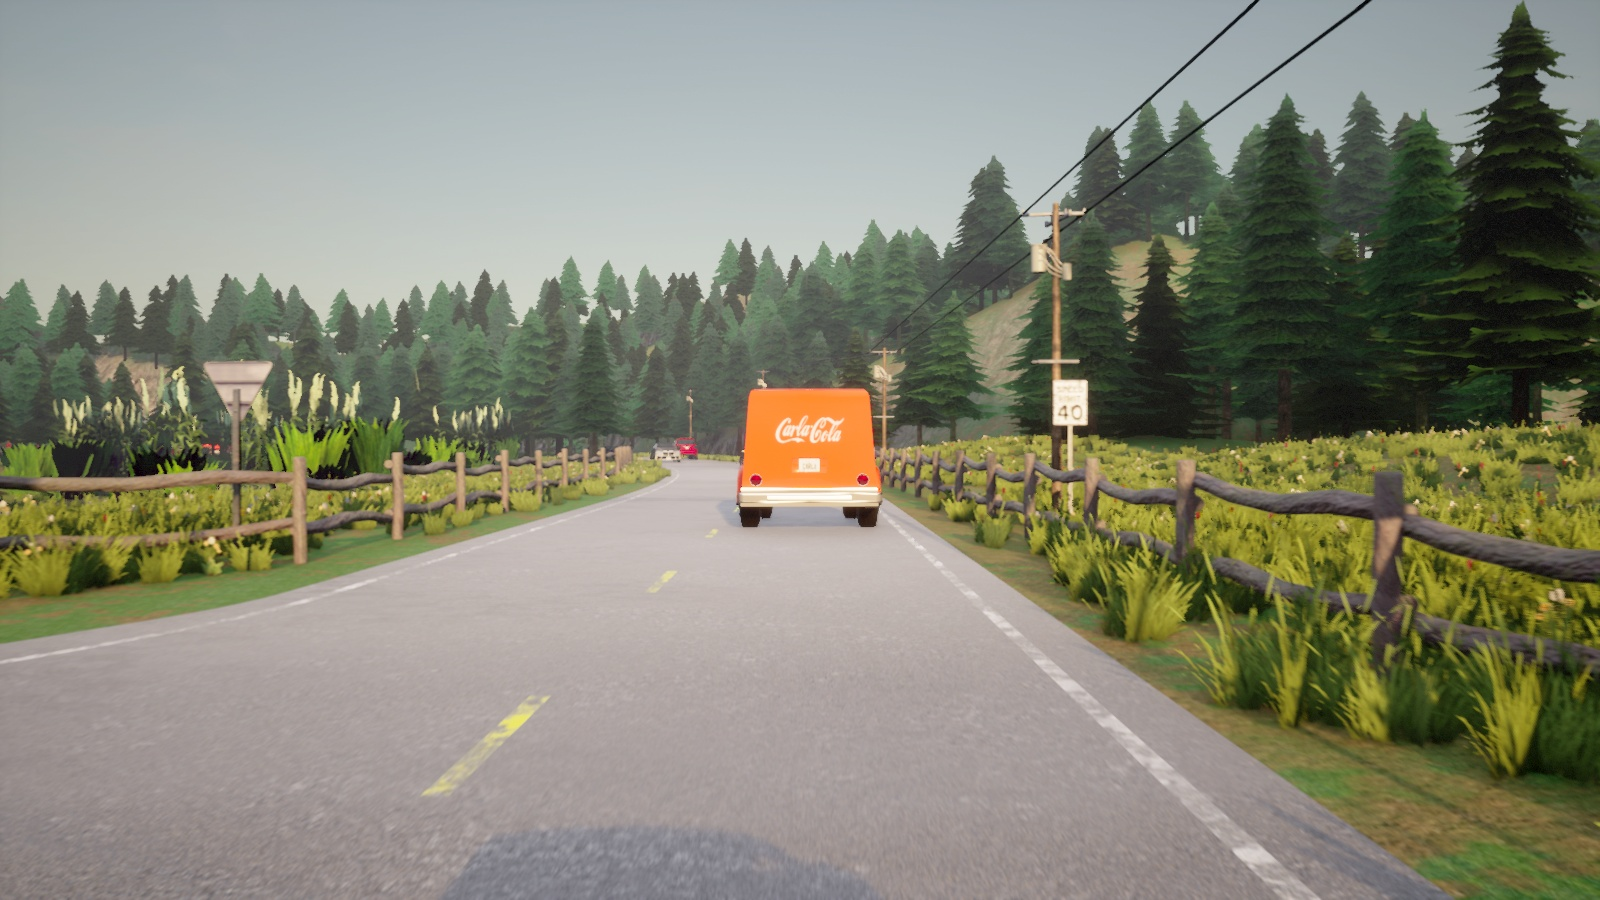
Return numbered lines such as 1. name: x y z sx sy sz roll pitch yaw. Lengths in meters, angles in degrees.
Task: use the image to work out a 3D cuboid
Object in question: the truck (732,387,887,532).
1. truck: 0.158 0.145 24.008 2.627 2.467 5.204 0 0 0
